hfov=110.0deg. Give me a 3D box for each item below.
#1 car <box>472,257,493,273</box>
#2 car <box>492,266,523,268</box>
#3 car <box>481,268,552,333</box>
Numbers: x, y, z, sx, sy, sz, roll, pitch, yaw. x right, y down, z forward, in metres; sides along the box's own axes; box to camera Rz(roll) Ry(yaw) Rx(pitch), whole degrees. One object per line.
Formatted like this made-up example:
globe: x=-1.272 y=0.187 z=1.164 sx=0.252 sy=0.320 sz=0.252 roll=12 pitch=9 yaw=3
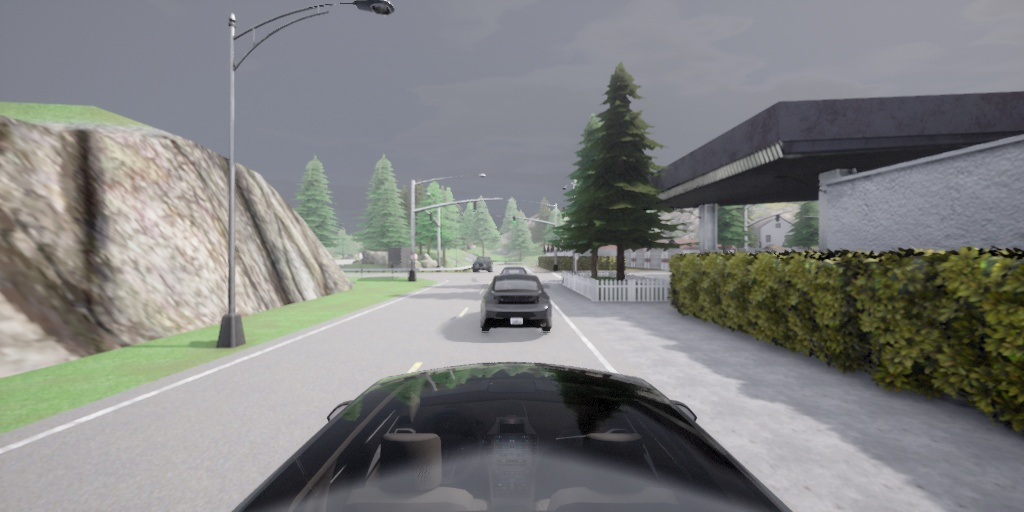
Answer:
car: x=-3.643 y=1.096 z=45.400 sx=2.150 sy=2.045 sz=5.566 roll=0 pitch=0 yaw=2
car: x=0.115 y=1.355 z=21.667 sx=2.033 sy=1.411 sz=5.357 roll=0 pitch=0 yaw=1
car: x=0.109 y=1.282 z=10.875 sx=1.837 sy=1.490 sz=4.892 roll=0 pitch=0 yaw=0
